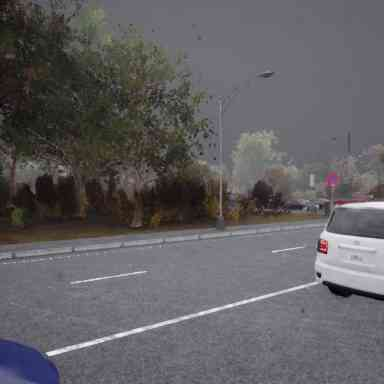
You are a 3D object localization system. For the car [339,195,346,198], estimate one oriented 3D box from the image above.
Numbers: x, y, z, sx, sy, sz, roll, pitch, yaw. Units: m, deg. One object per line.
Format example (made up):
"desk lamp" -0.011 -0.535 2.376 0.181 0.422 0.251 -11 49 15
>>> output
"car" 15.569 1.491 40.540 2.128 1.511 4.902 0 0 -32

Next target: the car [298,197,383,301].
"car" 5.050 1.221 7.356 5.566 2.045 2.150 0 0 -35

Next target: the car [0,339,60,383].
"car" -3.070 1.526 1.553 4.674 1.442 1.812 0 0 -36

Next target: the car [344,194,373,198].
"car" 19.603 1.221 41.086 2.150 2.045 5.566 0 0 -32

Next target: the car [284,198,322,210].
"car" 12.539 1.491 38.756 2.128 1.511 4.902 0 0 -33

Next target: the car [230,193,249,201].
"car" 7.294 1.213 47.085 2.150 2.045 5.566 0 0 -32
